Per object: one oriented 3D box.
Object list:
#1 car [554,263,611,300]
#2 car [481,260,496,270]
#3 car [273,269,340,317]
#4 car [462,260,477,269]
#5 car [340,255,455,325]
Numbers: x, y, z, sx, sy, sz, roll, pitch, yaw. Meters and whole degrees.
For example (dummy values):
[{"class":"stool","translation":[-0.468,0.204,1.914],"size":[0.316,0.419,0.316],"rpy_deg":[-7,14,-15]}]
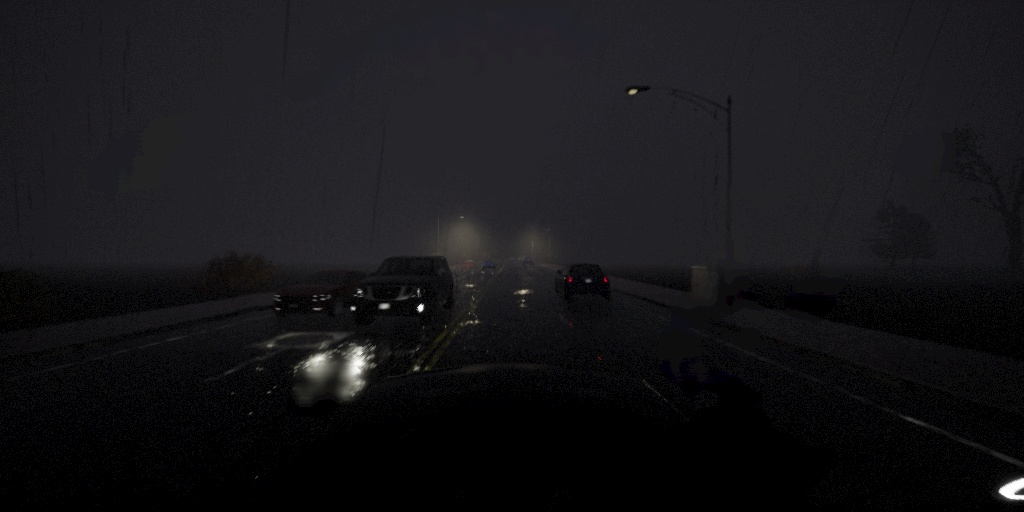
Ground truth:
[{"class":"car","translation":[3.352,1.102,17.866],"size":[2.097,1.767,4.553],"rpy_deg":[0,0,0]},{"class":"car","translation":[-3.302,1.271,51.251],"size":[1.812,1.442,4.674],"rpy_deg":[0,0,0]},{"class":"car","translation":[-6.596,1.228,13.334],"size":[1.882,1.535,5.008],"rpy_deg":[0,0,0]},{"class":"car","translation":[-6.542,1.309,55.310],"size":[1.994,1.385,4.181],"rpy_deg":[0,0,1]},{"class":"car","translation":[-3.348,0.974,12.171],"size":[2.150,2.045,5.566],"rpy_deg":[0,0,0]}]
